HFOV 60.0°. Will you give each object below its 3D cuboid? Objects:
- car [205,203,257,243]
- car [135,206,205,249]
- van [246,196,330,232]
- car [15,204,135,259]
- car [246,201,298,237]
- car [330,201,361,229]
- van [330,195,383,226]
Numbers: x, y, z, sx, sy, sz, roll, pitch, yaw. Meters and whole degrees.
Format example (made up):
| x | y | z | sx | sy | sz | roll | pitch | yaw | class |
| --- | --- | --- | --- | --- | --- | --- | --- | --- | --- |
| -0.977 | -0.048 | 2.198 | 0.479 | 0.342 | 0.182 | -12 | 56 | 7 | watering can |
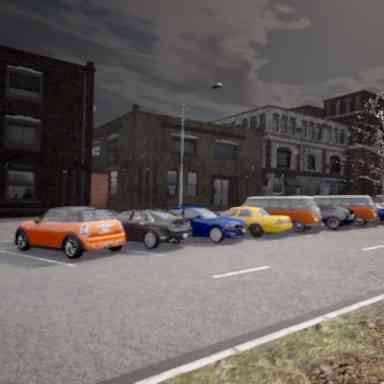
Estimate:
| x | y | z | sx | sy | sz | roll | pitch | yaw | class |
| --- | --- | --- | --- | --- | --- | --- | --- | --- | --- |
| 0.248 | 1.461 | 16.085 | 5.008 | 1.535 | 2.097 | -1 | -1 | 35 | car |
| -2.229 | 1.462 | 14.359 | 4.892 | 1.521 | 2.231 | -1 | 0 | 35 | car |
| 5.336 | 1.234 | 19.397 | 4.442 | 1.987 | 1.878 | -1 | -1 | 36 | van |
| -4.704 | 1.335 | 12.629 | 4.553 | 1.767 | 2.185 | -1 | 0 | 35 | car |
| 2.590 | 1.461 | 17.877 | 5.366 | 1.575 | 1.946 | -1 | -1 | 36 | car |
| 7.714 | 1.491 | 21.157 | 4.792 | 1.488 | 2.163 | -1 | -1 | 36 | car |
| 10.336 | 1.233 | 22.758 | 4.442 | 1.987 | 1.878 | -1 | -1 | 36 | van |
